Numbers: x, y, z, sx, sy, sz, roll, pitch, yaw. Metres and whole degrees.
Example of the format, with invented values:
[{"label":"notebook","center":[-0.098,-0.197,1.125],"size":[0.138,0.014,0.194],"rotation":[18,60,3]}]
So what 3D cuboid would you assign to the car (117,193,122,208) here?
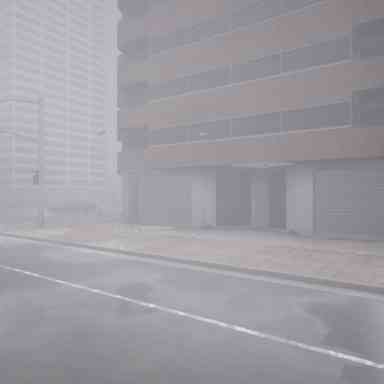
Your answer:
[{"label":"car","center":[-7.338,1.352,44.654],"size":[2.097,1.767,4.553],"rotation":[0,0,35]}]

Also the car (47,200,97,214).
[{"label":"car","center":[-13.034,1.547,36.532],"size":[2.033,1.411,5.357],"rotation":[0,0,35]}]
